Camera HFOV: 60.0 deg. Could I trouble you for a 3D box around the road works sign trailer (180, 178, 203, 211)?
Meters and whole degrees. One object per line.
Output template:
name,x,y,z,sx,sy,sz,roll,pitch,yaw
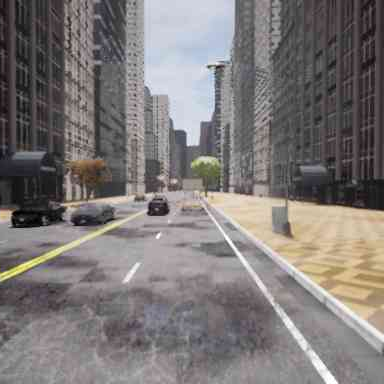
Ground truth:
road works sign trailer,0.027,0.199,36.895,2.380,3.560,2.880,0,0,1

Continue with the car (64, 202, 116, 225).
car,-6.591,1.383,22.841,2.033,1.411,5.357,0,0,0

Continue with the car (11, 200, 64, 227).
car,-9.839,1.321,21.746,1.882,1.535,5.008,0,0,0

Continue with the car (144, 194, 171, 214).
car,-3.141,1.273,32.213,1.837,1.490,4.892,0,0,0

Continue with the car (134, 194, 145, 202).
car,-9.747,1.117,62.839,1.994,1.385,4.181,0,0,0
